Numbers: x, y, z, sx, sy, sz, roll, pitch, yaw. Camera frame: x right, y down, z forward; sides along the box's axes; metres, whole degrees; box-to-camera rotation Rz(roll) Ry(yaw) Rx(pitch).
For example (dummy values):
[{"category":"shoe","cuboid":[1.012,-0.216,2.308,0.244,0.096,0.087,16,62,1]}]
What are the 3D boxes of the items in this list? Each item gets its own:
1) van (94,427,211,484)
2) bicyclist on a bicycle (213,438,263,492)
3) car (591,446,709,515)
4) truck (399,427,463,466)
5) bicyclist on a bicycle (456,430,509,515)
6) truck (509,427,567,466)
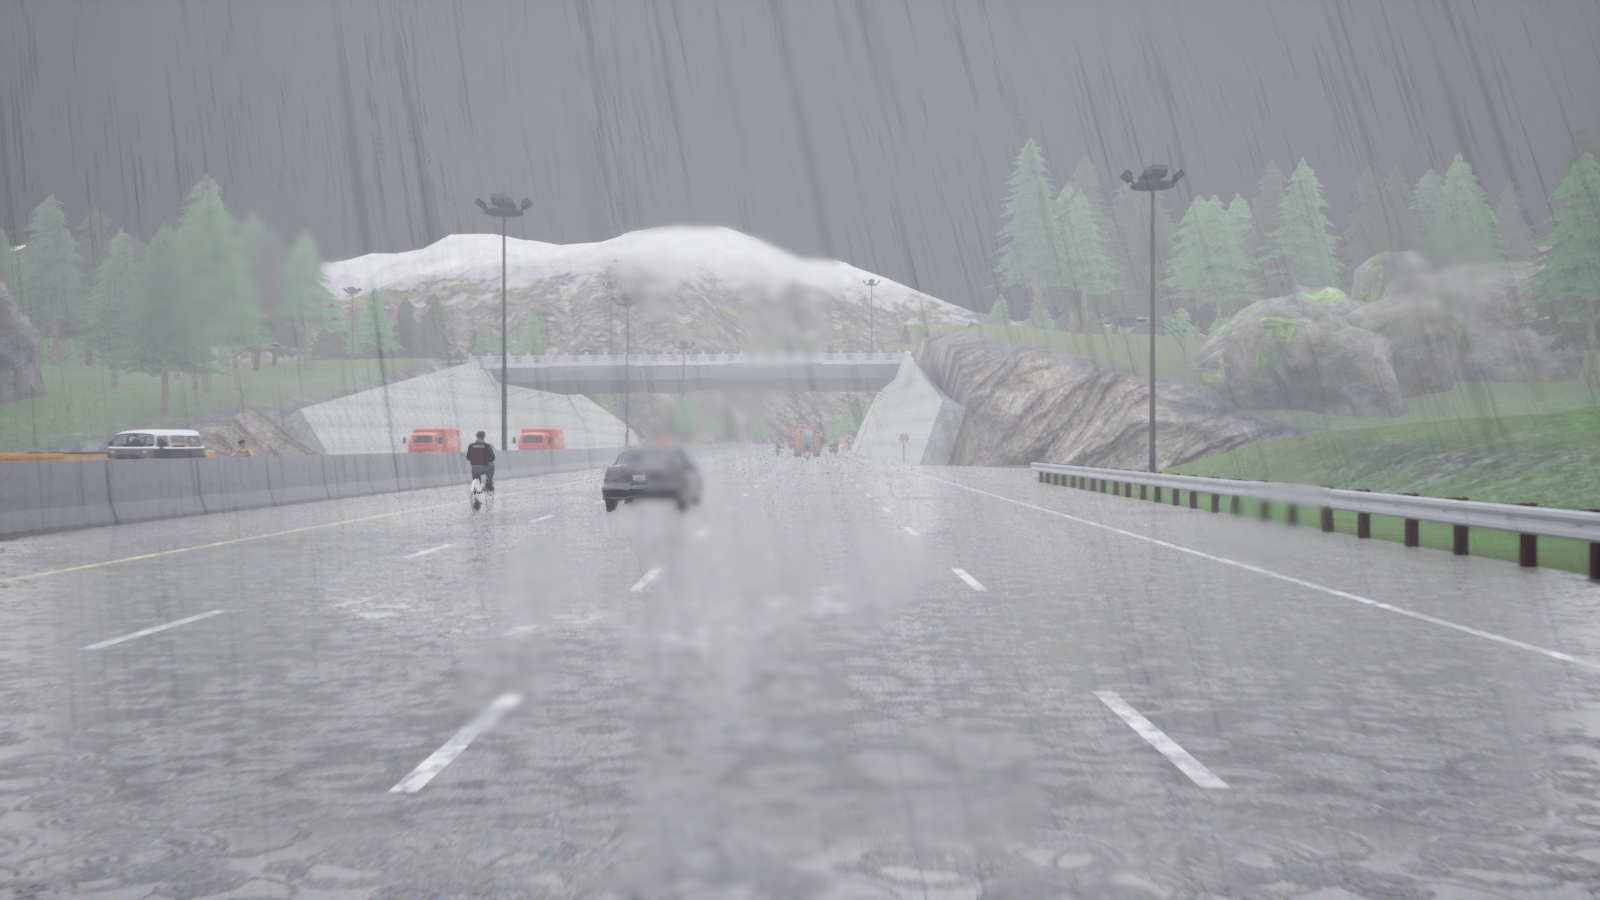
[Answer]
[{"category":"van","cuboid":[-24.215,0.187,47.169,2.069,2.038,4.480,0,0,0]},{"category":"bicyclist on a bicycle","cuboid":[-17.260,0.452,38.606,0.866,1.612,1.509,0,0,1]},{"category":"car","cuboid":[-3.320,0.629,28.809,2.033,1.411,5.357,0,0,0]},{"category":"truck","cuboid":[-24.016,-0.221,81.906,2.627,2.467,5.204,0,0,0]},{"category":"bicyclist on a bicycle","cuboid":[-6.830,0.459,27.088,0.659,1.776,1.843,0,1,0]},{"category":"truck","cuboid":[-17.016,-0.215,81.872,2.627,2.467,5.204,0,0,0]}]
